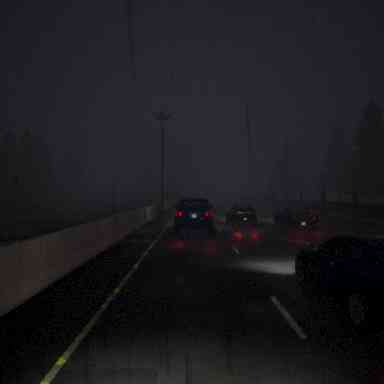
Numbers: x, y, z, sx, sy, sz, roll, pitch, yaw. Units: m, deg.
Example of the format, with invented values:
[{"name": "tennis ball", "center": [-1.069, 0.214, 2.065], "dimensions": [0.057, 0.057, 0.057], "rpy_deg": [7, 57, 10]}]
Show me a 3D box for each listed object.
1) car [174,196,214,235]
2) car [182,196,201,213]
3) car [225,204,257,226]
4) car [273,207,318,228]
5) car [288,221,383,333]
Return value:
[{"name": "car", "center": [0.107, 1.343, 19.920], "dimensions": [2.150, 2.045, 5.566], "rpy_deg": [0, 0, 0]}, {"name": "car", "center": [-0.175, 1.465, 41.099], "dimensions": [2.150, 2.045, 5.566], "rpy_deg": [0, -1, -2]}, {"name": "car", "center": [3.600, 1.641, 24.962], "dimensions": [2.128, 1.511, 4.902], "rpy_deg": [0, 0, 0]}, {"name": "car", "center": [7.106, 1.740, 23.384], "dimensions": [1.895, 1.301, 4.718], "rpy_deg": [0, 0, 0]}, {"name": "car", "center": [3.602, 1.567, 6.752], "dimensions": [1.812, 1.442, 4.674], "rpy_deg": [0, 0, 0]}]
